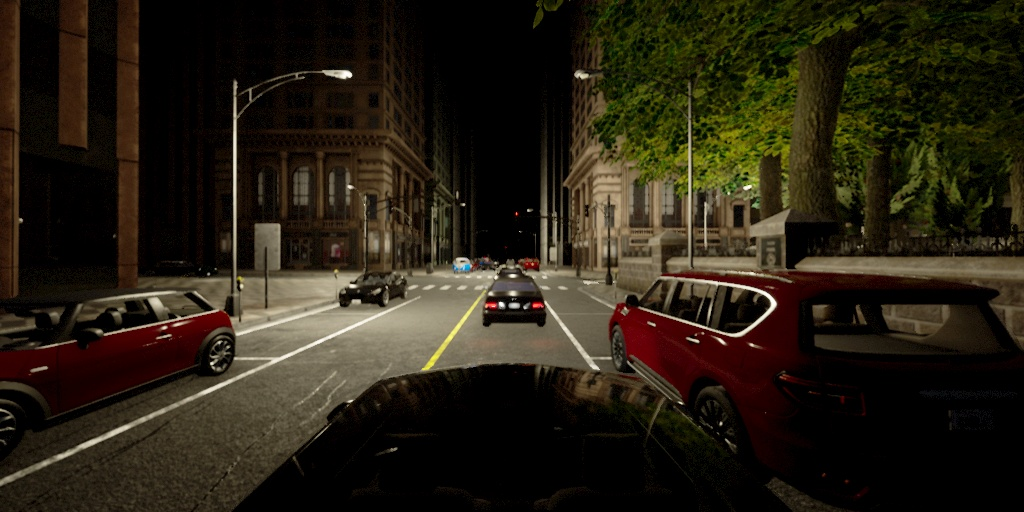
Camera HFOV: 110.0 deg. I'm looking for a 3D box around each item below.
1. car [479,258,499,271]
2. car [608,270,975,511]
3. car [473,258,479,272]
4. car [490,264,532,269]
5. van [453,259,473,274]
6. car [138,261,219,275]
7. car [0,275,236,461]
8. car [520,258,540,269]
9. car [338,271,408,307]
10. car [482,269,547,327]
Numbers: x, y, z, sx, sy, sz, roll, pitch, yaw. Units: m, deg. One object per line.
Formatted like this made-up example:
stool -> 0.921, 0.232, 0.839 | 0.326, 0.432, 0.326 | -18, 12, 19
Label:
car -> -3.264, 1.428, 50.699 | 2.033, 1.411, 5.357 | 0, 0, 0
car -> 2.754, 1.071, 4.540 | 2.192, 1.841, 5.009 | 0, 0, 0
car -> -5.927, 1.310, 47.643 | 1.967, 1.591, 4.097 | 0, 0, 0
car -> -0.067, 1.358, 21.038 | 1.994, 1.385, 4.181 | 0, 0, 0
van -> -5.907, 1.194, 42.202 | 1.690, 1.789, 3.998 | 0, 0, 0
car -> -25.361, 1.043, 27.357 | 4.718, 1.301, 1.895 | 1, 0, 0
car -> -5.771, 1.197, 4.498 | 1.967, 1.591, 4.097 | 0, 0, 0
car -> 2.599, 1.185, 47.682 | 2.192, 1.841, 5.009 | 0, 0, 0
car -> -5.811, 1.347, 15.546 | 1.948, 1.339, 4.313 | 0, 0, 0
car -> 0.046, 1.320, 11.644 | 2.033, 1.411, 5.357 | 0, 0, 0
